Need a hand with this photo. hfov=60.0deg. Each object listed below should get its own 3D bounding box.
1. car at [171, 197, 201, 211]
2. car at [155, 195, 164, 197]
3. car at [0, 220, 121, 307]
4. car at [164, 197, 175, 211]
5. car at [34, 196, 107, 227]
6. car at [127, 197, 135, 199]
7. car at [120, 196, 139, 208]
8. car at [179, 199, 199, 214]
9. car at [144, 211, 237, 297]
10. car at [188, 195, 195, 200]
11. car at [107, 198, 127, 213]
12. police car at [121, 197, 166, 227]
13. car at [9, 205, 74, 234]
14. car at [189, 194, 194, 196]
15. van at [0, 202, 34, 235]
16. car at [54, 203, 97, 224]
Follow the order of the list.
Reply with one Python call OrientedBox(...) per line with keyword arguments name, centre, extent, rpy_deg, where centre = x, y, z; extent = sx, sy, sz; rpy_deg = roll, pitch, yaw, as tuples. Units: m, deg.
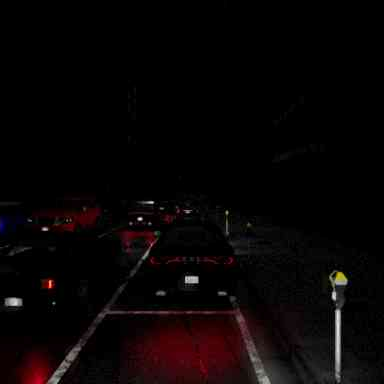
OrientedBox(name="car", centre=(-0.290, 1.443, 25.481), extent=(1.967, 1.590, 4.097), rpy_deg=(0, 0, 0))
OrientedBox(name="car", centre=(-8.782, 1.643, 84.589), extent=(1.802, 1.307, 4.206), rpy_deg=(0, 0, 0))
OrientedBox(name="car", centre=(-3.046, 1.601, 7.935), extent=(1.895, 1.301, 4.718), rpy_deg=(0, 0, 0))
OrientedBox(name="car", centre=(-3.047, 1.533, 36.546), extent=(1.812, 1.442, 4.674), rpy_deg=(0, 0, 0))
OrientedBox(name="car", centre=(-6.245, 1.223, 16.895), extent=(2.150, 2.045, 5.566), rpy_deg=(0, 0, 0))
OrientedBox(name="car", centre=(-8.815, 1.591, 41.985), extent=(1.802, 1.307, 4.206), rpy_deg=(0, 0, 0))
OrientedBox(name="car", centre=(-8.816, 1.452, 47.486), extent=(1.967, 1.590, 4.097), rpy_deg=(0, 0, 0))
OrientedBox(name="car", centre=(-0.290, 1.557, 36.484), extent=(2.008, 1.369, 4.403), rpy_deg=(0, 0, 0))
OrientedBox(name="car", centre=(-0.006, 1.478, 8.650), extent=(1.882, 1.535, 5.008), rpy_deg=(0, 0, 0))
OrientedBox(name="car", centre=(-0.237, 1.636, 95.394), extent=(2.008, 1.369, 4.403), rpy_deg=(0, 0, 0))
OrientedBox(name="car", centre=(-8.815, 1.573, 36.483), extent=(1.947, 1.339, 4.313), rpy_deg=(0, 0, 0))
OrientedBox(name="police car", centre=(-3.146, 1.427, 22.665), extent=(1.930, 1.638, 5.238), rpy_deg=(0, 0, 0))
OrientedBox(name="car", centre=(-8.815, 1.568, 19.979), extent=(1.947, 1.339, 4.313), rpy_deg=(0, 0, 0))
OrientedBox(name="car", centre=(-0.257, 1.501, 84.576), extent=(1.967, 1.590, 4.097), rpy_deg=(0, 0, 0))
OrientedBox(name="van", centre=(-8.815, 1.342, 14.478), extent=(1.690, 1.788, 3.998), rpy_deg=(0, 0, 0))
OrientedBox(name="car", centre=(-8.815, 1.585, 25.481), extent=(1.802, 1.307, 4.206), rpy_deg=(0, 0, 0))
